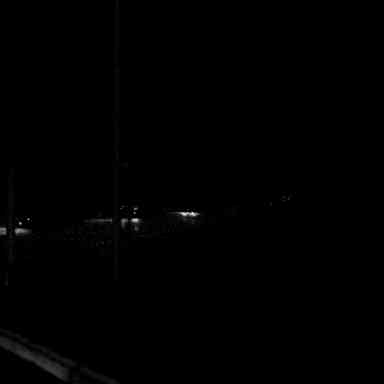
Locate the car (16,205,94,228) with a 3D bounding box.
[{"bbox_3d":[-9.392,1.587,23.186,2.033,1.411,5.357,0,0,32],"label":"car"}]

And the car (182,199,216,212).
[{"bbox_3d":[0.973,1.588,39.609,2.033,1.411,5.357,0,0,33],"label":"car"}]

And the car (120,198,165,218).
[{"bbox_3d":[-4.549,1.392,30.867,2.097,1.767,4.553,0,0,32],"label":"car"}]
